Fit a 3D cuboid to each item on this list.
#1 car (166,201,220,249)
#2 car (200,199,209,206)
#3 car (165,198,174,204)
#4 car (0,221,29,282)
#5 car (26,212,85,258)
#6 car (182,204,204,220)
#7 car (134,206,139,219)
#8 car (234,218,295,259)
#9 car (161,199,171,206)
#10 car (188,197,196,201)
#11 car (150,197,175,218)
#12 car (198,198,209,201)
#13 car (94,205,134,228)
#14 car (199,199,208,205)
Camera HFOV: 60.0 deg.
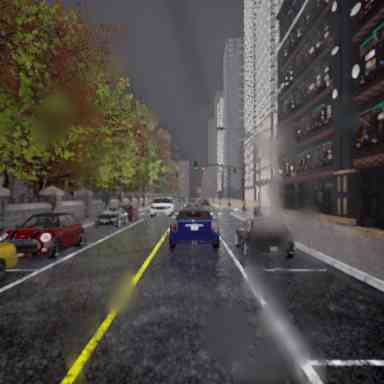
[{"bbox_3d":[0.101,1.493,15.443,2.097,1.767,4.553,0,0,0],"label":"car"},{"bbox_3d":[2.695,2.262,73.138,1.947,1.339,4.313,0,-1,0],"label":"car"},{"bbox_3d":[-5.684,2.252,84.405,1.967,1.590,4.097,0,-1,0],"label":"car"},{"bbox_3d":[-5.687,1.592,7.266,1.752,1.417,4.829,0,-1,0],"label":"car"},{"bbox_3d":[-5.687,1.559,12.976,1.967,1.590,4.097,0,-1,0],"label":"car"},{"bbox_3d":[0.102,1.859,32.200,1.994,1.385,4.181,0,-1,0],"label":"car"},{"bbox_3d":[-5.816,1.816,29.590,1.887,1.381,4.507,0,-1,0],"label":"car"},{"bbox_3d":[2.693,1.669,12.977,2.008,1.369,4.403,0,-1,0],"label":"car"},{"bbox_3d":[-5.685,2.278,73.138,1.802,1.307,4.206,0,-1,0],"label":"car"},{"bbox_3d":[0.005,2.116,90.147,2.097,1.767,4.553,0,-1,0],"label":"car"},{"bbox_3d":[-3.023,1.542,34.545,2.150,2.045,5.566,0,-1,1],"label":"car"},{"bbox_3d":[2.695,2.205,67.506,1.947,1.339,4.313,0,-1,0],"label":"car"},{"bbox_3d":[-5.764,1.770,24.050,2.008,1.369,4.403,0,-1,0],"label":"car"},{"bbox_3d":[2.696,2.319,78.771,1.947,1.339,4.313,0,-1,0],"label":"car"}]
